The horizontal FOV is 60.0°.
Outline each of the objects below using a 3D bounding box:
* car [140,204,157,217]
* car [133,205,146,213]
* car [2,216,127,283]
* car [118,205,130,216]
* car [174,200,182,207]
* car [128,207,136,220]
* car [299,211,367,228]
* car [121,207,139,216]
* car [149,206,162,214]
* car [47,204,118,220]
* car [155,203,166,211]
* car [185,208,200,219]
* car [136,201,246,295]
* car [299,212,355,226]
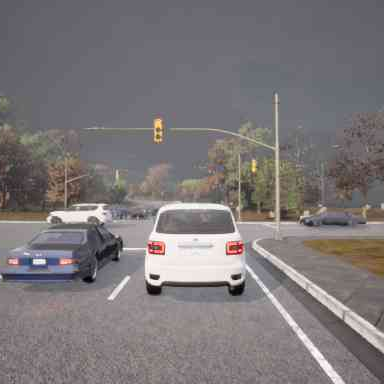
[{"bbox_3d":[-7.122,2.995,55.238,2.150,2.045,5.566,0,-1,0],"label":"car"},{"bbox_3d":[-10.549,3.465,67.644,1.895,1.301,4.718,0,0,0],"label":"car"},{"bbox_3d":[-3.423,1.662,9.949,2.033,1.411,5.357,0,-1,0],"label":"car"},{"bbox_3d":[-10.635,2.798,47.068,2.150,2.045,5.566,0,-2,-2],"label":"car"},{"bbox_3d":[-3.645,3.073,87.359,1.882,1.535,5.008,0,0,-3],"label":"car"},{"bbox_3d":[-7.113,3.133,45.710,1.895,1.301,4.718,0,-2,-1],"label":"car"},{"bbox_3d":[12.271,2.380,29.051,5.357,1.411,2.033,0,-3,-2],"label":"car"},{"bbox_3d":[-10.611,3.356,57.361,2.033,1.411,5.357,0,-1,1],"label":"car"},{"bbox_3d":[-7.078,3.466,65.160,1.895,1.301,4.718,0,0,0],"label":"car"},{"bbox_3d":[-9.899,2.079,29.598,5.566,2.045,2.150,0,-2,5],"label":"car"},{"bbox_3d":[-7.044,3.363,75.857,2.033,1.411,5.357,0,0,0],"label":"car"},{"bbox_3d":[0.052,3.134,49.329,2.128,1.511,4.902,0,-2,0],"label":"car"},{"bbox_3d":[0.078,1.318,9.096,2.150,2.045,5.566,0,-1,0],"label":"car"},{"bbox_3d":[13.130,2.590,32.579,4.718,1.301,1.895,0,-3,-2],"label":"car"}]
